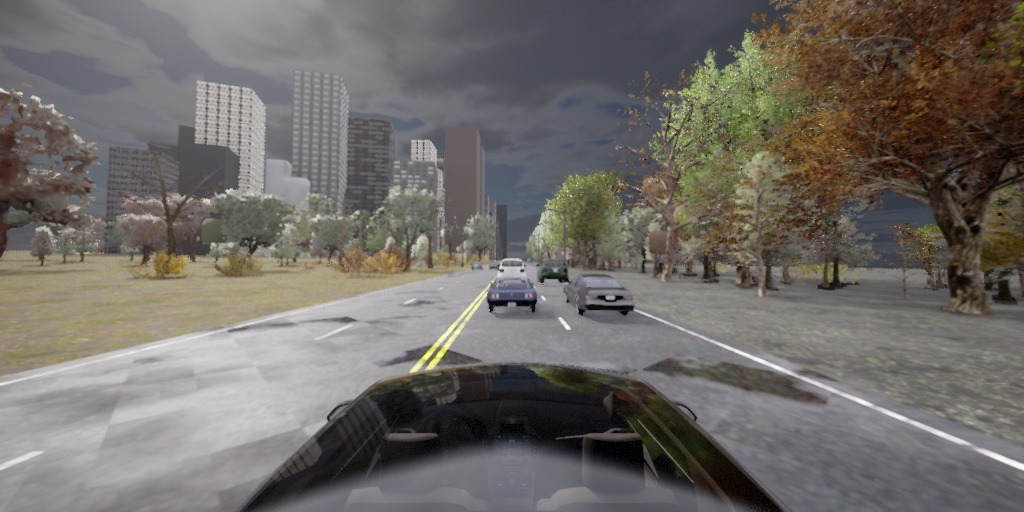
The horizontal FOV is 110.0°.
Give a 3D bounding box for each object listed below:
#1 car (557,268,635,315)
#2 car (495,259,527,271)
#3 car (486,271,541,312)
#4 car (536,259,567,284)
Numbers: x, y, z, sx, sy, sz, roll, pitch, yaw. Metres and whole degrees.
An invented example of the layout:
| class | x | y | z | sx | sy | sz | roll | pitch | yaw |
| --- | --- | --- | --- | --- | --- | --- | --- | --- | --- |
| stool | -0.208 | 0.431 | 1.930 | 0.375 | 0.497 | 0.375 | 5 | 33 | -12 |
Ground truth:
| class | x | y | z | sx | sy | sz | roll | pitch | yaw |
| --- | --- | --- | --- | --- | --- | --- | --- | --- | --- |
| car | 3.271 | 1.418 | 14.406 | 2.033 | 1.411 | 5.357 | 1 | 0 | 0 |
| car | 0.009 | 1.269 | 29.443 | 2.150 | 2.045 | 5.566 | 0 | 0 | 0 |
| car | 0.015 | 1.498 | 15.131 | 1.895 | 1.301 | 4.718 | 0 | -1 | 0 |
| car | 3.264 | 1.237 | 29.488 | 2.150 | 2.045 | 5.566 | 0 | -1 | 0 |
